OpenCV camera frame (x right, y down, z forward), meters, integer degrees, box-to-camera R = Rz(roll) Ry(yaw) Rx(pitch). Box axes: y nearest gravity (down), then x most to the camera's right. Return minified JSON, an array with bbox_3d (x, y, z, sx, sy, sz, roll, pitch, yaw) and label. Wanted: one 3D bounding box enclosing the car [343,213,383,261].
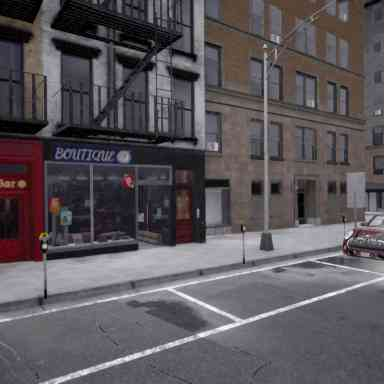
[{"bbox_3d":[7.051,1.441,11.606,4.097,1.590,1.967,0,-1,-36],"label":"car"}]
